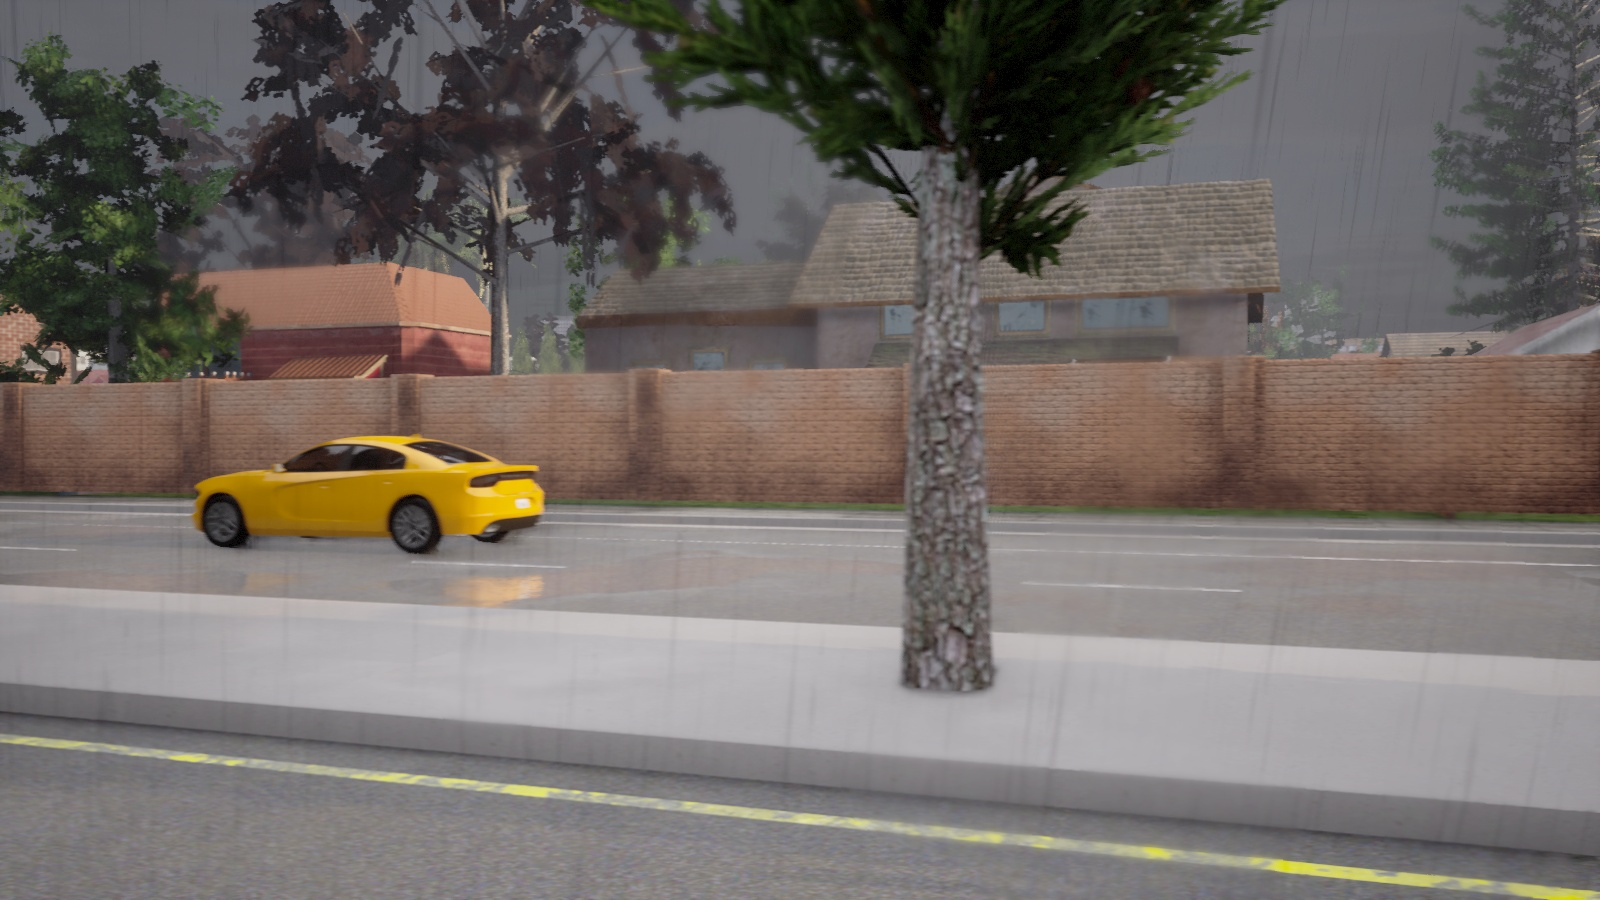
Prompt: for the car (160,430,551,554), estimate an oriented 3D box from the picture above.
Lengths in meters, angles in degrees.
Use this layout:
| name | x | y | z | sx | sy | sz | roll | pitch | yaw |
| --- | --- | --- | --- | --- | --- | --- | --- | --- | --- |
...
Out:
| name | x | y | z | sx | sy | sz | roll | pitch | yaw |
| --- | --- | --- | --- | --- | --- | --- | --- | --- | --- |
| car | -6.142 | 0.503 | 17.384 | 5.008 | 1.535 | 1.882 | 1 | 1 | 19 |
